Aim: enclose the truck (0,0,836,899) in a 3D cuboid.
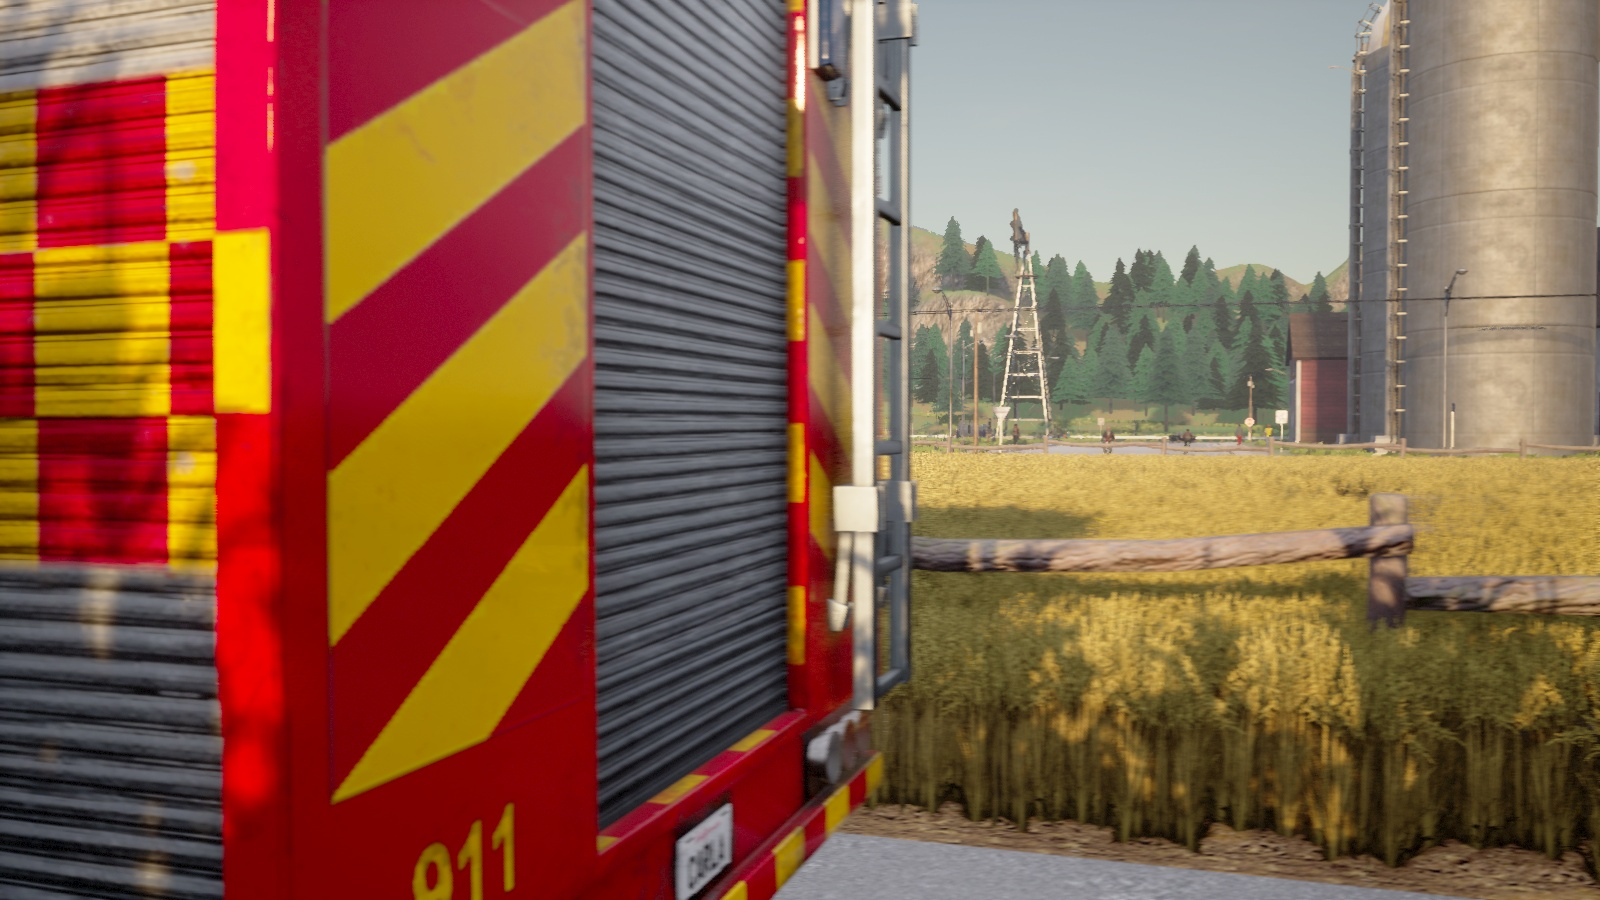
[{"bbox_3d":[-4.357,-0.427,4.220,8.468,3.827,2.891,1,1,19],"label":"truck"}]
